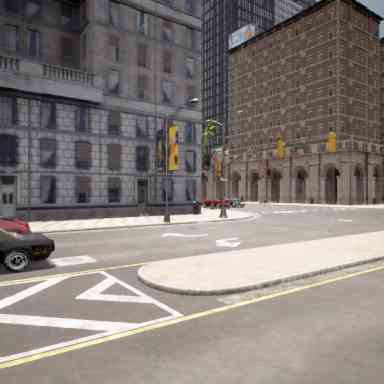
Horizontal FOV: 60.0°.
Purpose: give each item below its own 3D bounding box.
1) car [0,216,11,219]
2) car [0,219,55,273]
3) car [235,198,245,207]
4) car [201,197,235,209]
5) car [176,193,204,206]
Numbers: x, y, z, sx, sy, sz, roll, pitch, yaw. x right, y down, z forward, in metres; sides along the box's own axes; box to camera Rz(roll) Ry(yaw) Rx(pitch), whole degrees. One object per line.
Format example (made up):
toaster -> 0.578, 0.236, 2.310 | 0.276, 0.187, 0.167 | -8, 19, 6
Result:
car -> -8.424, 1.526, 12.126 | 4.674, 1.442, 1.812 | 0, 0, -35
car -> -6.480, 1.601, 9.221 | 4.718, 1.301, 1.895 | 0, 0, -35
car -> 5.730, 1.491, 49.062 | 2.128, 1.511, 4.902 | 0, 0, -35
car -> 3.299, 1.478, 46.432 | 1.882, 1.535, 5.008 | 0, 0, -35
car -> -0.402, 1.221, 57.884 | 2.150, 2.045, 5.566 | 0, 0, -34
